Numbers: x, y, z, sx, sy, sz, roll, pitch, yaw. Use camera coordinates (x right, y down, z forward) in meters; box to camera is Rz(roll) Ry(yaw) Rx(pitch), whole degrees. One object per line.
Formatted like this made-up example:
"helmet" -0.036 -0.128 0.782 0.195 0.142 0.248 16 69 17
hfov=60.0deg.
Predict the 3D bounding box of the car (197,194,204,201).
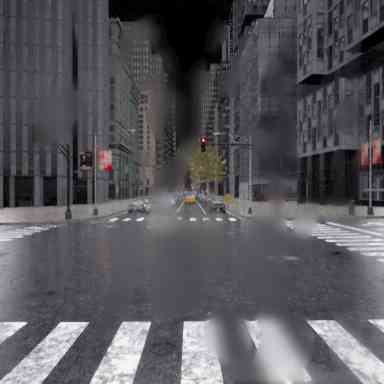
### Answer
"car" 2.506 1.552 62.535 2.008 1.369 4.403 0 0 0

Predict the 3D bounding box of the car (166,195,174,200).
"car" -6.213 1.601 93.735 1.802 1.307 4.206 0 0 0

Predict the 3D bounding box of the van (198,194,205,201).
"van" 2.374 1.352 83.691 1.690 1.788 3.998 0 0 0

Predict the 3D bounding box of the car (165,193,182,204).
"car" -3.313 1.492 59.658 2.128 1.511 4.902 0 0 0

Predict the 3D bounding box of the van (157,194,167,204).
"van" -6.045 1.344 66.670 1.690 1.788 3.998 0 0 0

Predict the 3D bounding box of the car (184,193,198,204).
"car" -0.166 1.479 64.359 1.882 1.535 5.008 0 0 -1

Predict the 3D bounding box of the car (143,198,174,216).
"car" -3.221 1.588 32.481 1.895 1.301 4.718 1 0 2

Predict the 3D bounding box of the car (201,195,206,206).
"car" 2.602 1.542 47.219 1.887 1.381 4.507 0 0 0

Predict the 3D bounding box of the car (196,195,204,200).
"car" 2.308 1.570 94.268 2.008 1.369 4.403 0 0 0

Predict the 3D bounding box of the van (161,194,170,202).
"van" -6.113 1.349 77.496 1.690 1.788 3.998 0 0 0

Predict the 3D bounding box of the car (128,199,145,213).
"car" -5.855 1.547 36.280 2.008 1.369 4.403 0 0 0

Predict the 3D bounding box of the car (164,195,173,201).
"car" -6.180 1.565 88.322 2.008 1.369 4.403 0 0 0

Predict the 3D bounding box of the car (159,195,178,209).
"car" -3.259 1.522 46.439 1.812 1.442 4.674 0 0 0

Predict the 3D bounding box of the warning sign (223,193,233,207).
"warning sign" 4.921 1.112 45.420 1.300 1.860 1.060 0 0 0

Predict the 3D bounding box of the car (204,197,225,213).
"car" 2.670 1.547 36.330 2.008 1.369 4.403 0 0 0

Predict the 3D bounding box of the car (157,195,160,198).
"car" -5.977 1.565 55.843 1.947 1.339 4.313 0 0 0

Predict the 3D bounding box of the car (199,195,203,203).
"car" 2.568 1.549 52.663 2.008 1.369 4.403 0 0 0

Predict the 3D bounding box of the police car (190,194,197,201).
"police car" 0.471 1.441 90.505 1.930 1.638 5.238 0 0 0
